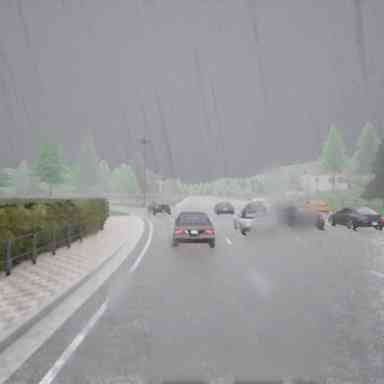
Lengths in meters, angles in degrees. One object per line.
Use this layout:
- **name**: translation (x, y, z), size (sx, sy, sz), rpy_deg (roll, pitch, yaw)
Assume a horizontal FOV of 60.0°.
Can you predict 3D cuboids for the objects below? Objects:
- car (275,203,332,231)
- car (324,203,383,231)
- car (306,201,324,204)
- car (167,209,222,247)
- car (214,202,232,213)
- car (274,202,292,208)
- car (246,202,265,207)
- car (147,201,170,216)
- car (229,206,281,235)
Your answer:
- **car**: translation (7.080, 1.670, 21.723), size (1.812, 1.442, 4.674), rpy_deg (0, 0, 0)
- **car**: translation (10.580, 1.669, 21.568), size (1.812, 1.442, 4.674), rpy_deg (0, 0, 0)
- **car**: translation (14.092, 1.732, 38.406), size (1.882, 1.535, 5.008), rpy_deg (0, 0, 0)
- **car**: translation (0.026, 1.651, 15.597), size (2.033, 1.411, 5.357), rpy_deg (0, 0, -1)
- **car**: translation (3.592, 1.813, 37.547), size (1.994, 1.385, 4.181), rpy_deg (0, 0, 0)
- **car**: translation (10.591, 1.812, 37.413), size (1.994, 1.385, 4.181), rpy_deg (0, 0, 0)
- **car**: translation (7.091, 1.812, 37.451), size (1.994, 1.385, 4.181), rpy_deg (0, 0, 0)
- **car**: translation (-3.707, 1.747, 36.484), size (1.837, 1.490, 4.892), rpy_deg (1, -1, -19)
- **car**: translation (3.595, 1.732, 19.741), size (1.895, 1.301, 4.718), rpy_deg (0, 0, 0)
